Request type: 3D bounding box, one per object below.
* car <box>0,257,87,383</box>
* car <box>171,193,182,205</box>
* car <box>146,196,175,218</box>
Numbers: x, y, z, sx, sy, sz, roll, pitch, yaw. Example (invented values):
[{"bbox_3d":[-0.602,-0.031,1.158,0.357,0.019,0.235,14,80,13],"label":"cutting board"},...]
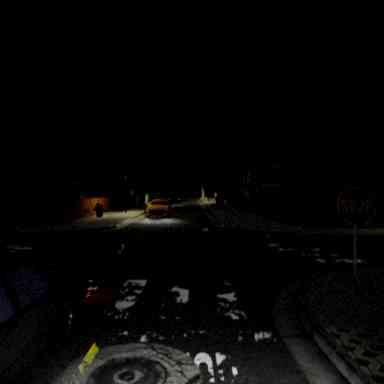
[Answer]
[{"bbox_3d":[-2.751,1.531,3.603,2.033,1.411,5.357,0,0,0],"label":"car"},{"bbox_3d":[-2.806,1.083,55.124,2.097,1.767,4.553,0,0,0],"label":"car"},{"bbox_3d":[-2.777,1.369,28.842,1.882,1.535,5.008,0,0,0],"label":"car"}]
